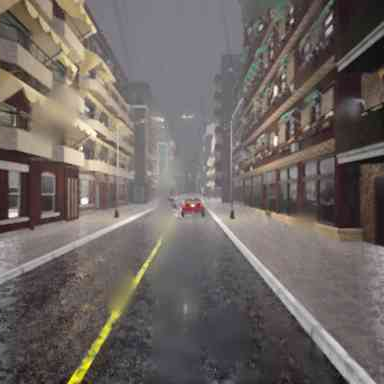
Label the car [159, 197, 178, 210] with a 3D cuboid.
[{"bbox_3d":[-2.865,1.387,41.505,1.812,1.442,4.674,0,0,0],"label":"car"}]

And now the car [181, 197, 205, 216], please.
[{"bbox_3d":[0.083,1.242,31.232,2.097,1.767,4.553,0,0,0],"label":"car"}]
